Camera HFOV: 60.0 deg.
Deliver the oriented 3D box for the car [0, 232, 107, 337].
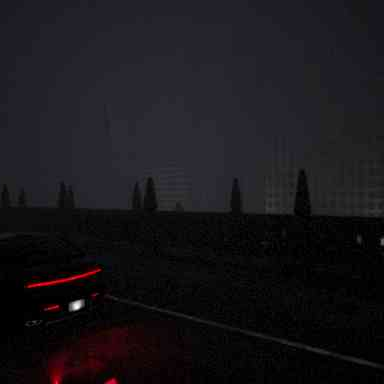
[{"bbox_3d":[-3.804,1.577,6.704,4.892,1.490,1.837,-1,0,36],"label":"car"}]
